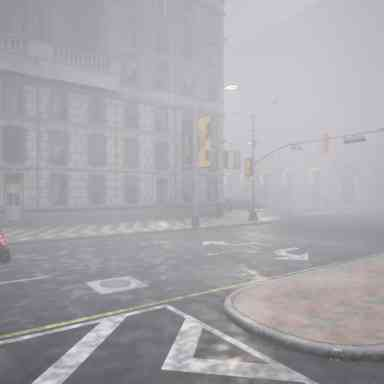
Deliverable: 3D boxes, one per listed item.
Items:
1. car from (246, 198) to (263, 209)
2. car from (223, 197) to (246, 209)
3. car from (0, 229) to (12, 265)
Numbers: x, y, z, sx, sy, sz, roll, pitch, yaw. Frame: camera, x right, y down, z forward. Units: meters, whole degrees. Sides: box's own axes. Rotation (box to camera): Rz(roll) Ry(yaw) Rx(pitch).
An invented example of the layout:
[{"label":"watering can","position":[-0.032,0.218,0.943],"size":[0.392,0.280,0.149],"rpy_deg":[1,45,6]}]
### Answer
[{"label":"car","position":[7.392,1.547,46.352],"size":[2.033,1.411,5.357],"rpy_deg":[0,0,-36]},{"label":"car","position":[4.518,1.505,44.363],"size":[1.837,1.490,4.892],"rpy_deg":[0,0,-36]},{"label":"car","position":[-7.317,1.352,8.608],"size":[4.553,1.767,2.097],"rpy_deg":[0,0,-35]}]
